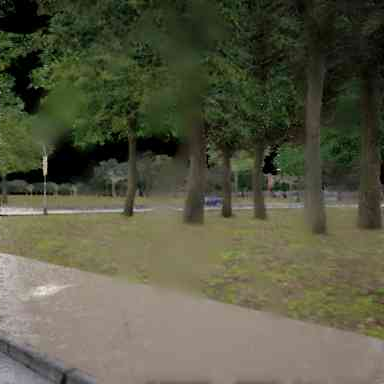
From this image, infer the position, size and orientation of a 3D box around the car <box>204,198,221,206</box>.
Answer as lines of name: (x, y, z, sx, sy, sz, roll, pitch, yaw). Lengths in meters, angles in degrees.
car: (2.823, 1.736, 58.258, 5.008, 1.535, 1.882, 1, 0, -31)

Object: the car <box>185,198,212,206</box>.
car: (1.137, 1.773, 61.037, 4.674, 1.442, 1.812, 1, 0, -31)
